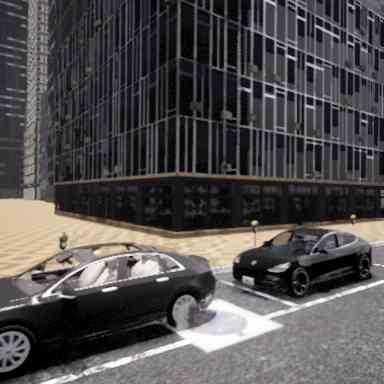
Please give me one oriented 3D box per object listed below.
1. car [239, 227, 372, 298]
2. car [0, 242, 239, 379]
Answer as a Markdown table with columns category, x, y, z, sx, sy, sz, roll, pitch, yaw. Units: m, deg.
| category | x | y | z | sx | sy | sz | roll | pitch | yaw |
| --- | --- | --- | --- | --- | --- | --- | --- | --- | --- |
| car | 3.040 | 1.637 | 8.735 | 4.313 | 1.339 | 1.947 | 1 | 0 | -36 |
| car | -1.593 | 1.568 | 5.422 | 4.403 | 1.369 | 2.008 | 1 | 0 | -36 |
